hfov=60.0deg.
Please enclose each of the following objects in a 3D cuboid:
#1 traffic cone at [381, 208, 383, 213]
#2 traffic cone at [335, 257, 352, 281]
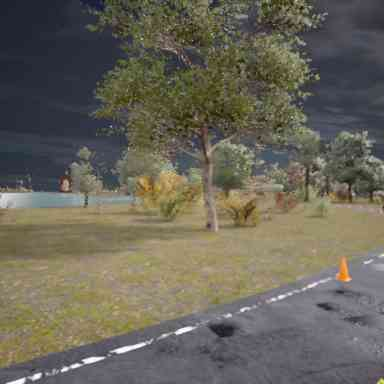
[{"bbox_3d":[23.852,2.358,41.825,0.340,0.580,0.340,1,0,16],"label":"traffic cone"},{"bbox_3d":[4.096,2.065,8.992,0.340,0.580,0.340,1,-1,-44],"label":"traffic cone"}]
